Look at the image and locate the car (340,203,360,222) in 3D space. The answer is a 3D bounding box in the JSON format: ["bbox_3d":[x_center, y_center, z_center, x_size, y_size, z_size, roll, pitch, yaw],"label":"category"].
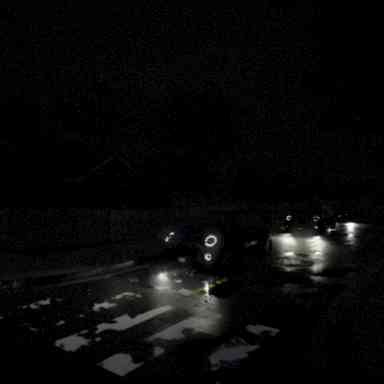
[{"bbox_3d":[13.653,1.762,29.556,1.837,1.490,4.892,0,-1,36],"label":"car"}]

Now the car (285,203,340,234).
[{"bbox_3d":[7.459,1.528,20.790,2.097,1.767,4.553,0,-1,35],"label":"car"}]

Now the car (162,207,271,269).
[{"bbox_3d":[1.022,1.440,11.668,2.097,1.767,4.553,0,-1,36],"label":"car"}]
